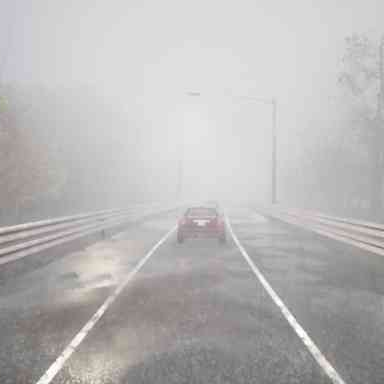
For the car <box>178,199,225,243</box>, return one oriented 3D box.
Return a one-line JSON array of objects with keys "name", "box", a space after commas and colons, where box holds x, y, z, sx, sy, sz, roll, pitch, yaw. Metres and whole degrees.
[{"name": "car", "box": [0.517, 1.408, 16.524, 2.097, 1.767, 4.553, 0, 0, 3]}]
